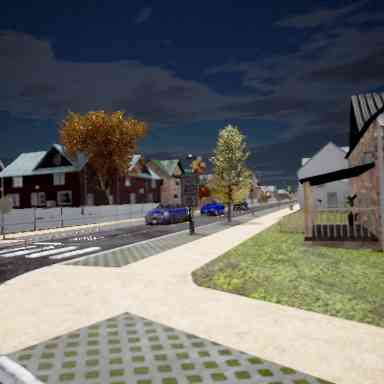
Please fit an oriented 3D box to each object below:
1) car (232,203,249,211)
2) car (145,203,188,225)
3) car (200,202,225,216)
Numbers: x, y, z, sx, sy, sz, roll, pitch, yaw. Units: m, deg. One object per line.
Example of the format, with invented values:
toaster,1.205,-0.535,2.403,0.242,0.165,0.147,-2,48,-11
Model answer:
car,7.501,2.102,51.429,1.837,1.490,4.892,-3,-2,22
car,-2.024,1.676,27.150,2.097,1.767,4.553,-3,-1,21
car,2.427,1.928,38.573,1.882,1.535,5.008,-3,-2,21
